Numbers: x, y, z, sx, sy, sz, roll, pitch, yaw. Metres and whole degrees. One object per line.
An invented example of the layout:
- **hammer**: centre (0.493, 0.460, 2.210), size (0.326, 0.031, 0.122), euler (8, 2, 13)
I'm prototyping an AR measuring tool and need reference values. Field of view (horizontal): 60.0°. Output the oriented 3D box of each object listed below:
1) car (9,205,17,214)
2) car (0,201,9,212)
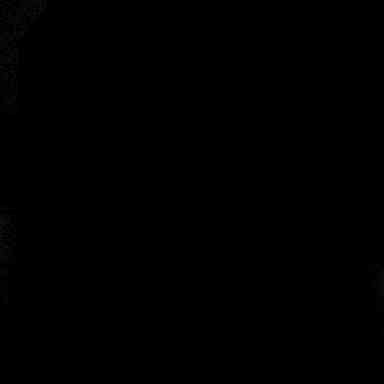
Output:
- **car**: centre (-16.206, 1.525, 33.508), size (1.802, 1.307, 4.206), euler (0, -1, 36)
- **car**: centre (-19.347, 1.182, 29.117), size (2.192, 1.841, 5.009), euler (0, -1, 36)
